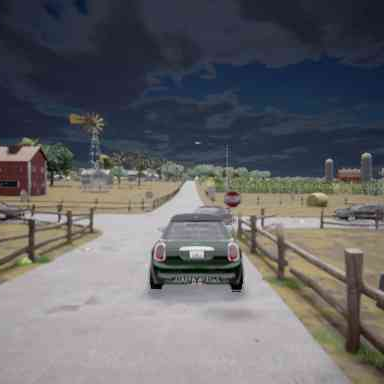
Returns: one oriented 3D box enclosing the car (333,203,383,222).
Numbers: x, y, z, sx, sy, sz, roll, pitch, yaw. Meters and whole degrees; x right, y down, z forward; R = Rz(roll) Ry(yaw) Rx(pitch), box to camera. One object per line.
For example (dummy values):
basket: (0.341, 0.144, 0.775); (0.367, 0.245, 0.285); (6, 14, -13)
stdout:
car: (14.483, 1.735, 28.134); (4.892, 1.490, 1.837); (1, 2, 0)

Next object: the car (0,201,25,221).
car: (-15.244, 1.370, 25.240); (4.892, 1.490, 1.837); (1, 2, 2)

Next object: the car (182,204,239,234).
car: (1.325, 1.563, 20.633); (2.033, 1.411, 5.357); (1, 0, 20)

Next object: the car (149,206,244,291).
car: (0.102, 1.356, 9.215); (2.097, 1.767, 4.553); (0, 0, 0)
